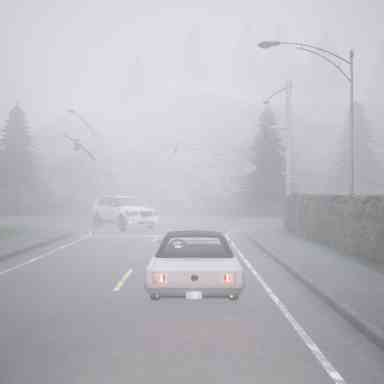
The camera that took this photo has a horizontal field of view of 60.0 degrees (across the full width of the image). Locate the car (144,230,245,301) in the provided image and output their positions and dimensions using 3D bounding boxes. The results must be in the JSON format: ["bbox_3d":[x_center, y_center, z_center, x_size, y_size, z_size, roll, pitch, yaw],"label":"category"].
[{"bbox_3d":[0.062,1.601,8.309,1.895,1.301,4.718,0,0,0],"label":"car"}]

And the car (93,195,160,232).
[{"bbox_3d":[-4.250,1.222,20.739,2.150,2.045,5.566,2,-2,-40],"label":"car"}]
